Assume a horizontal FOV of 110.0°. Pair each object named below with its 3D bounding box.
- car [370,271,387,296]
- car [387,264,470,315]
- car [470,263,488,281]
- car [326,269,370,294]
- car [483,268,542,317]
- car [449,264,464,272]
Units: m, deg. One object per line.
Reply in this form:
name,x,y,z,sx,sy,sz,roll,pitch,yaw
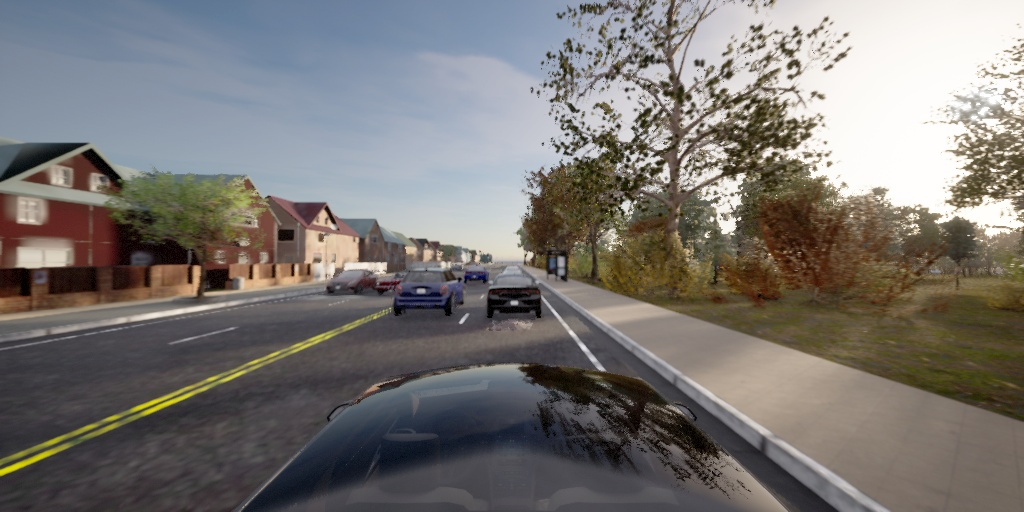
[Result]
car,-6.603,1.608,21.723,1.895,1.301,4.718,0,-1,0
car,-3.154,1.266,14.584,2.097,1.767,4.553,0,-1,0
car,-3.155,1.627,32.670,1.882,1.535,5.008,0,-1,0
car,-9.851,1.545,22.625,1.812,1.442,4.674,0,-1,0
car,0.087,1.384,13.940,1.882,1.535,5.008,0,-1,0
car,-9.787,2.126,63.234,1.994,1.385,4.181,0,-1,1
